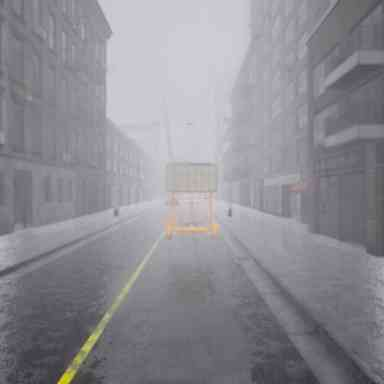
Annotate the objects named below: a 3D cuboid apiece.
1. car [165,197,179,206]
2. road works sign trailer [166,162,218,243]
[{"bbox_3d":[-3.089,1.427,51.378,1.994,1.385,4.181,0,0,0],"label":"car"},{"bbox_3d":[-0.005,0.410,15.636,2.380,3.560,2.880,0,0,0],"label":"road works sign trailer"}]
